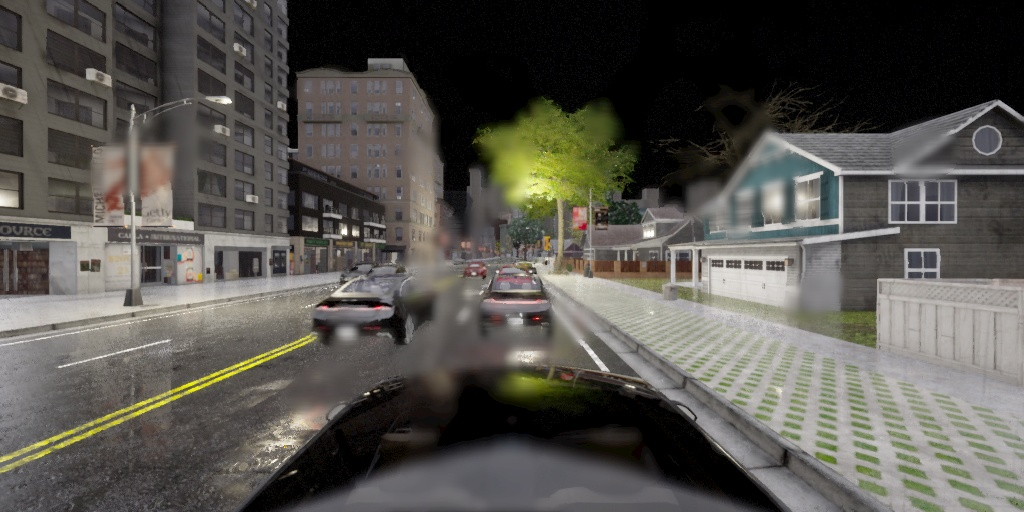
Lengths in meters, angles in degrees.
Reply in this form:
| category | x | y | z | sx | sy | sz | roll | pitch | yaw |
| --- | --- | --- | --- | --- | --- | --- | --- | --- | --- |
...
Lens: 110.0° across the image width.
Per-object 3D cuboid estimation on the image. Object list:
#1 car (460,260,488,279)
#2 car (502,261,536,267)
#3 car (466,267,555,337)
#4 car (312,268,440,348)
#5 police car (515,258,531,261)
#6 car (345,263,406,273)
| category | x | y | z | sx | sy | sz | roll | pitch | yaw |
| --- | --- | --- | --- | --- | --- | --- | --- | --- | --- |
| car | -3.122 | 1.253 | 31.613 | 1.812 | 1.442 | 4.674 | 0 | 0 | 0 |
| car | 0.118 | 1.219 | 19.816 | 1.882 | 1.535 | 5.008 | 0 | 0 | 0 |
| car | 0.111 | 1.239 | 10.312 | 2.128 | 1.511 | 4.902 | 0 | 0 | 0 |
| car | -3.141 | 1.240 | 9.258 | 2.128 | 1.511 | 4.902 | 0 | 0 | 0 |
| police car | 1.002 | 1.156 | 29.545 | 1.930 | 1.638 | 5.238 | 0 | 0 | 0 |
| car | -6.582 | 1.247 | 18.815 | 1.837 | 1.490 | 4.892 | 0 | 0 | 0 |
